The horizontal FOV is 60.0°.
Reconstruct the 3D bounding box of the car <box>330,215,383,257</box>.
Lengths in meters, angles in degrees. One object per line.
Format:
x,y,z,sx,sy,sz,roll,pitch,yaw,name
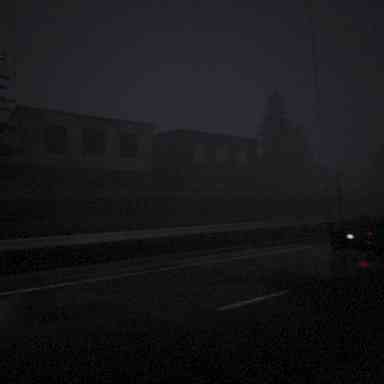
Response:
7.426,1.604,13.340,4.181,1.385,1.994,0,0,-35,car
